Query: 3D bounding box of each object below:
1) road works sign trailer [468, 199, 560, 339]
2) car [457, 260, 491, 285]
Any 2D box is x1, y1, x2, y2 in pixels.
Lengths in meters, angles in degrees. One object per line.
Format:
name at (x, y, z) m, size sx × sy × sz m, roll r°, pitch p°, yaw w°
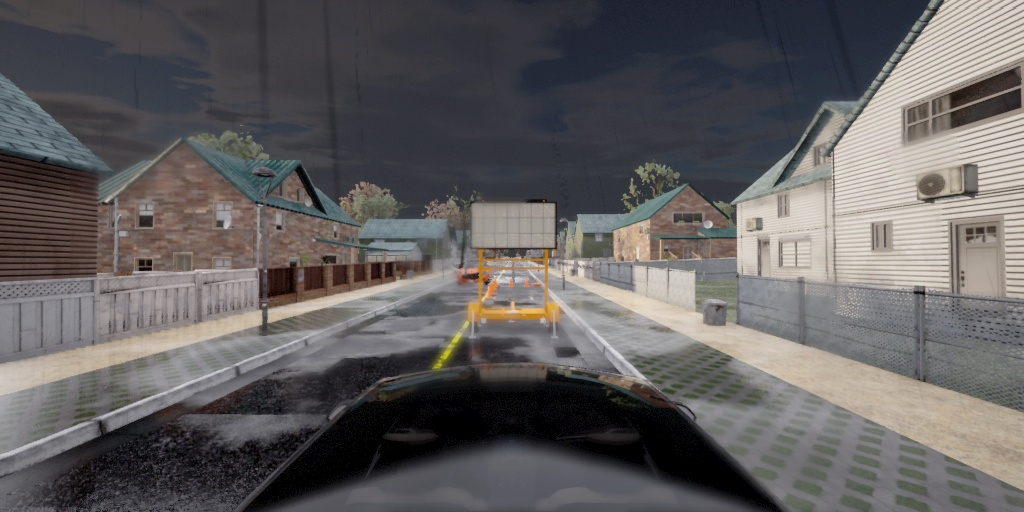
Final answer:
road works sign trailer at (0.042, 0.217, 10.112) m, size 2.380 × 3.560 × 2.880 m, roll 0°, pitch 0°, yaw 0°
car at (-2.632, 1.108, 25.664) m, size 2.097 × 1.767 × 4.553 m, roll 0°, pitch 0°, yaw 0°
